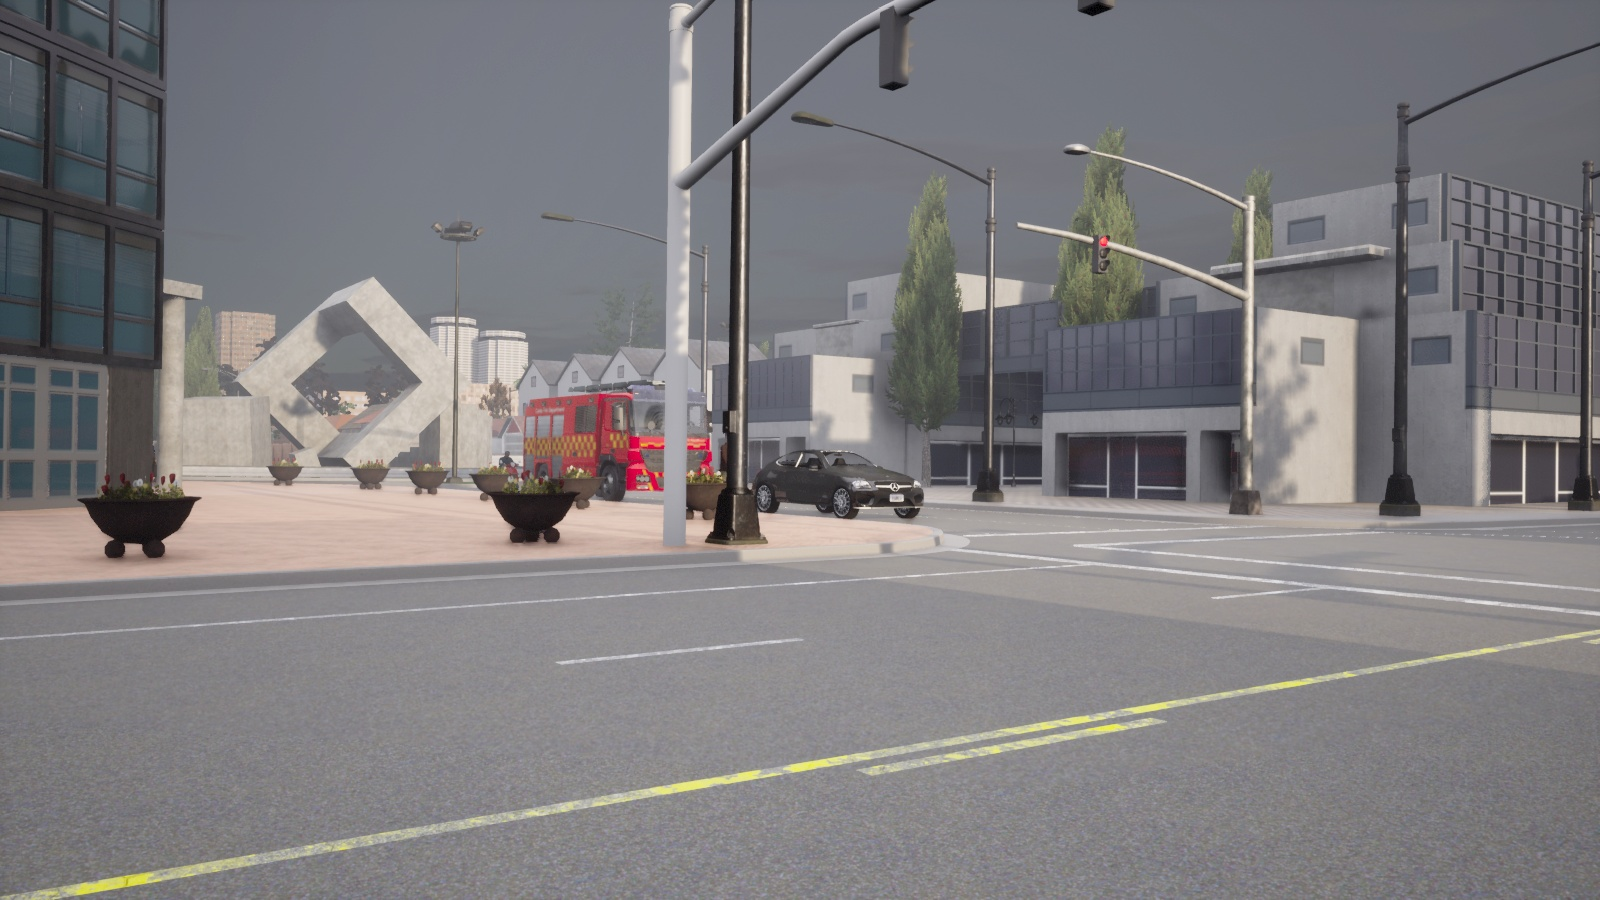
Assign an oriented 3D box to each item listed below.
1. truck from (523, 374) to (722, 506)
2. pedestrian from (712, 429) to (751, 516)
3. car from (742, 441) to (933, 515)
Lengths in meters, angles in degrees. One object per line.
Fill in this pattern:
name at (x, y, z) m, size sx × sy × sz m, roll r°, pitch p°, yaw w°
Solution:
truck at (-5.982, -0.266, 40.798) m, size 2.891 × 3.827 × 8.468 m, roll 1°, pitch -1°, yaw -34°
pedestrian at (-1.473, 0.477, 26.932) m, size 0.703 × 1.840 × 0.431 m, roll 0°, pitch -1°, yaw 36°
car at (0.809, 0.645, 30.856) m, size 2.152 × 1.651 × 5.027 m, roll 1°, pitch -1°, yaw -34°
